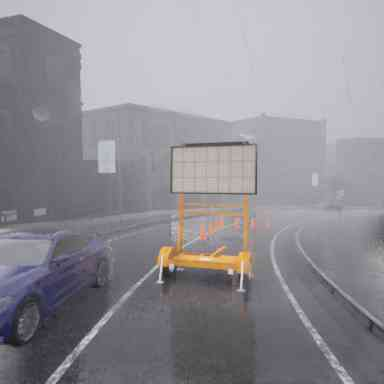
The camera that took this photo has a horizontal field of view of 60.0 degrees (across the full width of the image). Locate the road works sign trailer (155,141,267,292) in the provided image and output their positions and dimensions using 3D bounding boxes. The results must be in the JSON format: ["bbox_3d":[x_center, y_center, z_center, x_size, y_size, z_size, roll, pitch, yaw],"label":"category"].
[{"bbox_3d":[0.610,0.456,9.139,2.380,3.560,2.880,1,0,18],"label":"road works sign trailer"}]

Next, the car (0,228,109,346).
[{"bbox_3d":[-3.096,1.497,6.496,1.812,1.442,4.674,0,0,6],"label":"car"}]

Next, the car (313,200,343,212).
[{"bbox_3d":[17.970,1.778,43.801,4.902,1.511,2.128,2,2,-36],"label":"car"}]

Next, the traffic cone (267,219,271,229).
[{"bbox_3d":[4.839,2.014,21.031,0.340,0.580,0.340,2,0,14],"label":"traffic cone"}]
